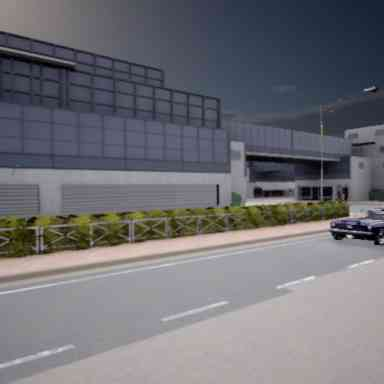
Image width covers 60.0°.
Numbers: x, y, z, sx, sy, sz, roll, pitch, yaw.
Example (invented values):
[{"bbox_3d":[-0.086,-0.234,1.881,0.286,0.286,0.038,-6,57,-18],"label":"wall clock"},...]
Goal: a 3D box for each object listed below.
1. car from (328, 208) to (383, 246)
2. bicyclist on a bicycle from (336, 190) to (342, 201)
[{"bbox_3d":[7.859,1.368,14.112,4.718,1.301,1.895,-1,1,-36],"label":"car"},{"bbox_3d":[20.357,0.609,46.097,1.656,1.620,0.582,-1,1,-37],"label":"bicyclist on a bicycle"}]
